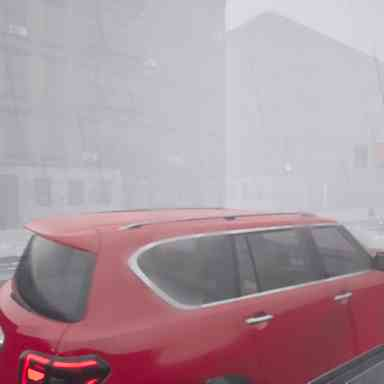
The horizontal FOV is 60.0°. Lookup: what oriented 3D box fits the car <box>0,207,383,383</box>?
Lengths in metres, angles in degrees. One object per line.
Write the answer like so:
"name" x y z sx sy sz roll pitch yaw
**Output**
"car" 0.763 1.208 3.980 5.566 2.045 2.150 0 0 -35
